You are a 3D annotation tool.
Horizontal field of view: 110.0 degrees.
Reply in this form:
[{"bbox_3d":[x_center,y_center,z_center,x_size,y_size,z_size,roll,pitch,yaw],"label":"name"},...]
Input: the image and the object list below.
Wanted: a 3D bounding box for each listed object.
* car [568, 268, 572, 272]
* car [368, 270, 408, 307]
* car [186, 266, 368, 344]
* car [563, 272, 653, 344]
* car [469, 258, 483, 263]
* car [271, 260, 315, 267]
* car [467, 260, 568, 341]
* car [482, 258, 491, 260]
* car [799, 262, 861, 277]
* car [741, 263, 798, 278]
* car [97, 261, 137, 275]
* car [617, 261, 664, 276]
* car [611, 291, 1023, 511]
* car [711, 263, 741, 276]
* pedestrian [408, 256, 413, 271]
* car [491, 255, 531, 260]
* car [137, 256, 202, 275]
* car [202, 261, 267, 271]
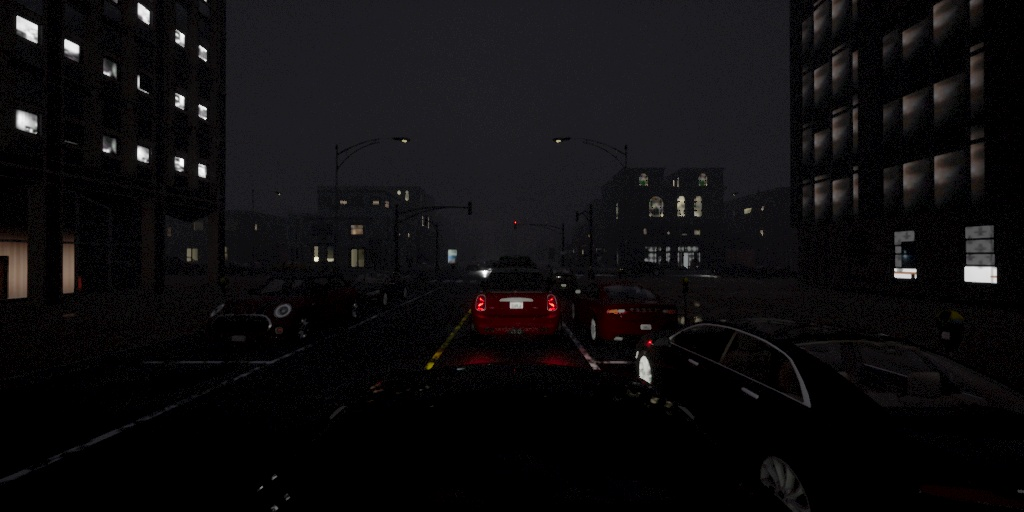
[{"bbox_3d":[2.683,1.296,20.813,2.007,1.370,4.403,0,0,0],"label":"car"},{"bbox_3d":[-5.696,1.297,15.135,2.007,1.370,4.403,0,0,0],"label":"car"},{"bbox_3d":[-5.693,1.188,9.443,1.967,1.591,4.097,0,0,0],"label":"car"},{"bbox_3d":[2.687,1.293,9.429,1.888,1.381,4.507,0,0,0],"label":"car"},{"bbox_3d":[-5.709,1.320,53.213,1.802,1.307,4.207,0,0,0],"label":"car"},{"bbox_3d":[-25.469,1.183,41.588,4.829,1.417,1.751,0,0,1],"label":"car"},{"bbox_3d":[0.096,1.100,9.974,2.097,1.767,4.553,0,0,0],"label":"car"},{"bbox_3d":[-3.092,1.339,52.070,1.895,1.301,4.718,0,0,-1],"label":"car"},{"bbox_3d":[33.714,1.425,38.103,4.892,1.490,1.837,0,0,1],"label":"car"},{"bbox_3d":[23.631,1.422,32.434,4.207,1.307,1.802,0,0,1],"label":"car"},{"bbox_3d":[-36.500,1.119,33.372,4.403,1.370,2.007,0,0,1],"label":"car"},{"bbox_3d":[13.772,1.326,38.403,4.892,1.490,1.837,0,0,1],"label":"car"},{"bbox_3d":[2.689,1.300,3.737,2.007,1.370,4.403,0,0,0],"label":"car"},{"bbox_3d":[23.618,1.433,38.256,4.181,1.385,1.994,0,0,2],"label":"car"},{"bbox_3d":[-12.568,0.869,44.344,0.375,1.860,0.375,0,-1,1],"label":"pedestrian"},{"bbox_3d":[0.113,0.967,20.127,2.150,2.045,5.566,0,0,-1],"label":"car"},{"bbox_3d":[-30.964,0.906,33.289,5.009,1.841,2.192,0,0,1],"label":"car"},{"bbox_3d":[-25.427,1.166,33.206,4.403,1.370,2.007,0,0,1],"label":"car"}]
